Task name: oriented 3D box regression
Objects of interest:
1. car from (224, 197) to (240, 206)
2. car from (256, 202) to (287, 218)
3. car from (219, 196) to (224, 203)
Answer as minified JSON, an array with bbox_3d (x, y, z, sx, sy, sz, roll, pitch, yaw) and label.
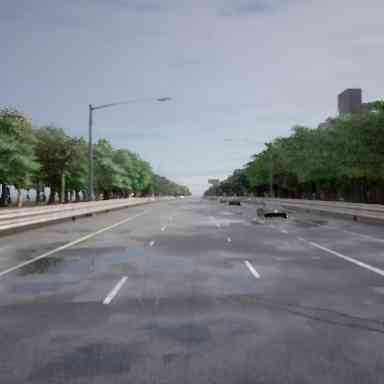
[{"bbox_3d":[7.085,1.612,56.686,1.837,1.490,4.892,0,0,0],"label":"car"},{"bbox_3d":[7.019,1.574,29.741,1.994,1.385,4.181,0,0,0],"label":"car"},{"bbox_3d":[7.180,1.818,74.357,2.033,1.411,5.357,0,-1,0],"label":"car"}]
